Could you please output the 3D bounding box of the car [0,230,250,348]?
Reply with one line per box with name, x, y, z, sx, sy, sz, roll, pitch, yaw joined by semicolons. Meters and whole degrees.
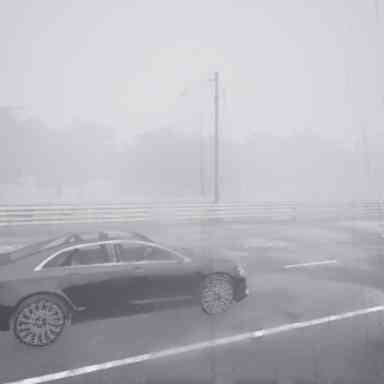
car;-1.251;1.469;6.121;4.902;1.511;2.128;0;0;-24
